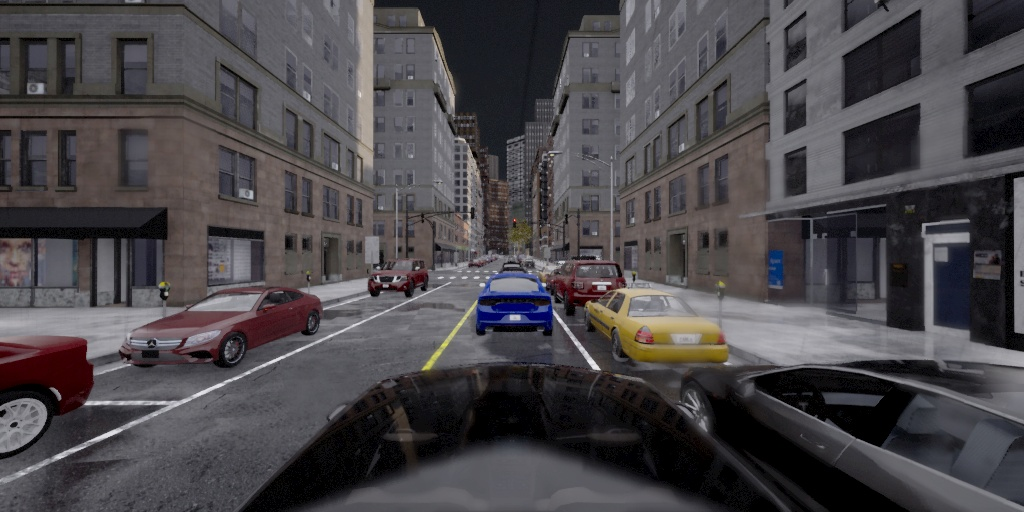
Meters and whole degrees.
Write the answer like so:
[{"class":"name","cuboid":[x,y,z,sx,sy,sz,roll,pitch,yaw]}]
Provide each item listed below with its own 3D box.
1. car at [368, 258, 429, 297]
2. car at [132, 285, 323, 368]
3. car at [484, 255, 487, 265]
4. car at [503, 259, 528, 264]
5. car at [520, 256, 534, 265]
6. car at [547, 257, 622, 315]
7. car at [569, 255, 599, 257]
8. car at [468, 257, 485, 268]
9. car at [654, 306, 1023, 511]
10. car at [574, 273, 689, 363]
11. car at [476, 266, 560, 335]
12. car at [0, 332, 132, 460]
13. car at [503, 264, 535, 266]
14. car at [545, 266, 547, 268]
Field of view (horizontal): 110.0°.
[{"class":"car","cuboid":[-5.788,1.046,18.922,2.192,1.841,5.009,0,0,0]},{"class":"car","cuboid":[-5.772,1.329,7.816,1.802,1.307,4.207,0,0,0]},{"class":"car","cuboid":[-5.852,0.991,62.007,1.967,1.591,4.097,0,0,0]},{"class":"car","cuboid":[0.010,1.216,26.898,1.837,1.490,4.892,0,0,0]},{"class":"car","cuboid":[2.682,1.133,56.588,2.007,1.370,4.403,0,0,0]},{"class":"car","cuboid":[2.745,1.056,13.376,2.192,1.841,5.009,0,0,0]},{"class":"car","cuboid":[7.030,0.874,39.308,5.566,2.045,2.150,0,0,-5]},{"class":"car","cuboid":[-5.844,1.127,56.582,1.888,1.381,4.507,0,0,0]},{"class":"car","cuboid":[2.762,1.316,2.270,1.948,1.339,4.313,0,0,0]},{"class":"car","cuboid":[2.753,1.272,7.992,1.751,1.417,4.829,0,0,0]},{"class":"car","cuboid":[0.036,1.222,10.482,1.882,1.535,5.008,0,0,-1]},{"class":"car","cuboid":[-5.764,1.296,2.264,1.888,1.381,4.507,0,0,0]},{"class":"car","cuboid":[0.070,1.297,17.985,1.994,1.385,4.181,0,0,0]},{"class":"car","cuboid":[2.737,1.313,18.928,1.802,1.307,4.207,0,0,0]}]
